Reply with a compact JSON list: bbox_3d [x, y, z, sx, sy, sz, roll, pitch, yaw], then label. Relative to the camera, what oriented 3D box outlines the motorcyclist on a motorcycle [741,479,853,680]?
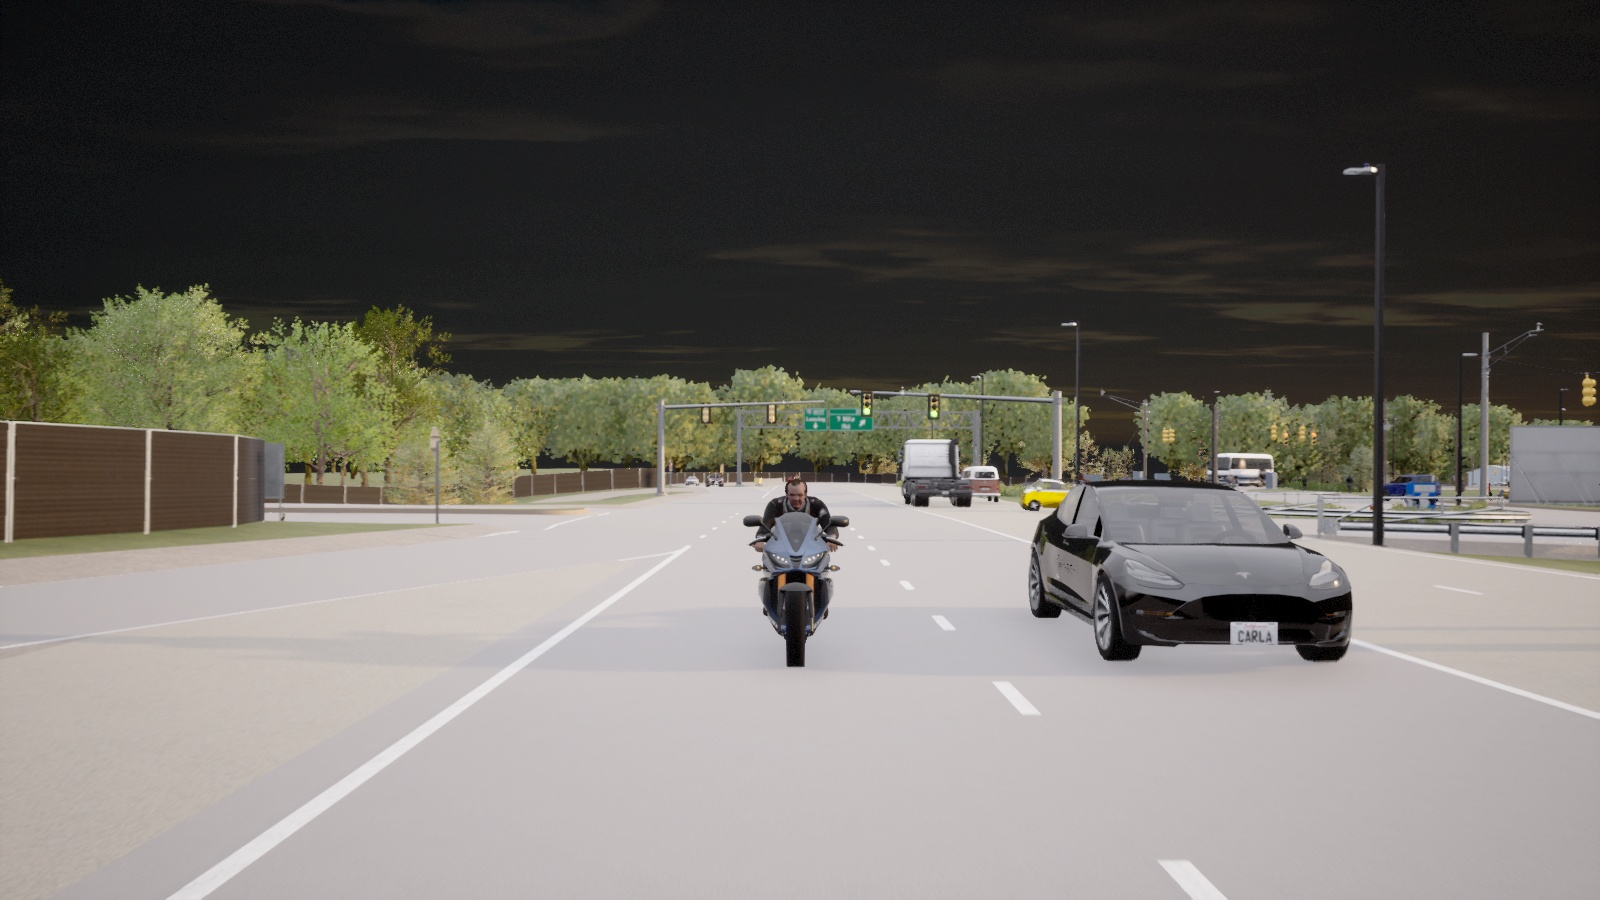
[{"bbox_3d":[-0.026,1.028,10.803,0.866,1.530,2.191,0,-1,0],"label":"motorcyclist on a motorcycle"}]

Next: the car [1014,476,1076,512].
[{"bbox_3d":[10.197,1.810,52.280,2.207,1.376,1.481,2,-1,-2],"label":"car"}]

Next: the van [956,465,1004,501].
[{"bbox_3d":[10.327,1.879,72.269,2.069,2.038,4.480,0,-1,0],"label":"van"}]

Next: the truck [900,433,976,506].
[{"bbox_3d":[6.846,1.014,63.338,2.891,3.462,7.936,0,-1,0],"label":"truck"}]

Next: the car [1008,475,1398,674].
[{"bbox_3d":[3.472,0.998,11.992,2.163,1.488,4.792,0,-1,0],"label":"car"}]
